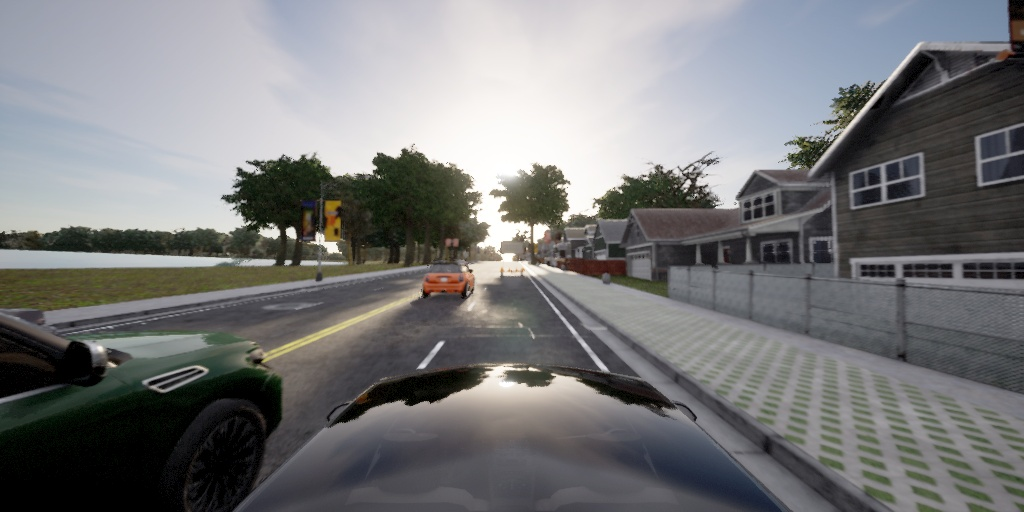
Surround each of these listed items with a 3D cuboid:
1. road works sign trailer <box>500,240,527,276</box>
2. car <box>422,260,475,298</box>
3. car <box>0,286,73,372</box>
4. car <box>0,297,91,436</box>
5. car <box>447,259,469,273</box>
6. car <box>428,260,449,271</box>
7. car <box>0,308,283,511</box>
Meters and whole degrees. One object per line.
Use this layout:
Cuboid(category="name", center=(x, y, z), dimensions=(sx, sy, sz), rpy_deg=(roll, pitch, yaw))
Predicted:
Cuboid(category="road works sign trailer", center=(0.005, 0.204, 36.528), dimensions=(2.380, 3.560, 2.880), rpy_deg=(0, 0, 1))
Cuboid(category="car", center=(-3.144, 1.107, 18.655), dimensions=(2.097, 1.767, 4.553), rpy_deg=(0, 0, 0))
Cuboid(category="car", center=(-9.849, 1.299, 4.533), dimensions=(2.033, 1.411, 5.357), rpy_deg=(0, 0, 0))
Cuboid(category="car", center=(-6.599, 1.276, 2.511), dimensions=(1.812, 1.442, 4.674), rpy_deg=(0, 0, 0))
Cuboid(category="car", center=(-6.575, 1.203, 44.218), dimensions=(1.882, 1.535, 5.008), rpy_deg=(0, 0, 0))
Cuboid(category="car", center=(-9.807, 1.281, 48.338), dimensions=(1.994, 1.385, 4.181), rpy_deg=(0, 0, 0))
Cuboid(category="car", center=(-3.162, 0.970, 0.912), dimensions=(2.150, 2.045, 5.566), rpy_deg=(0, 0, 0))
